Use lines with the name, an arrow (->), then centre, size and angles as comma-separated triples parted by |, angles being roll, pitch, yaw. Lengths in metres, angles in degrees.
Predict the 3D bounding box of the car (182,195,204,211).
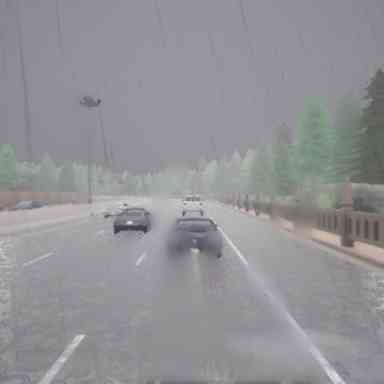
car -> 0.090, 1.378, 36.238 | 2.150, 2.045, 5.566 | 0, 0, 0

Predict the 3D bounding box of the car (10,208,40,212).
car -> -17.594, 1.670, 35.703 | 1.812, 1.442, 4.674 | 0, 0, 0

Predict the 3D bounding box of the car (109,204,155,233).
car -> -3.405, 1.649, 20.173 | 1.994, 1.385, 4.181 | 0, 0, 0

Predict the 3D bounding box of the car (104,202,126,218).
car -> -6.908, 1.656, 31.375 | 1.812, 1.442, 4.674 | 0, 0, 0

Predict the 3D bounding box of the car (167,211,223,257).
car -> 0.095, 1.657, 13.130 | 1.895, 1.301, 4.718 | 0, 0, 0

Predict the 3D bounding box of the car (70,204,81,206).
car -> -14.087, 1.667, 42.829 | 2.128, 1.511, 4.902 | 0, 0, 0
